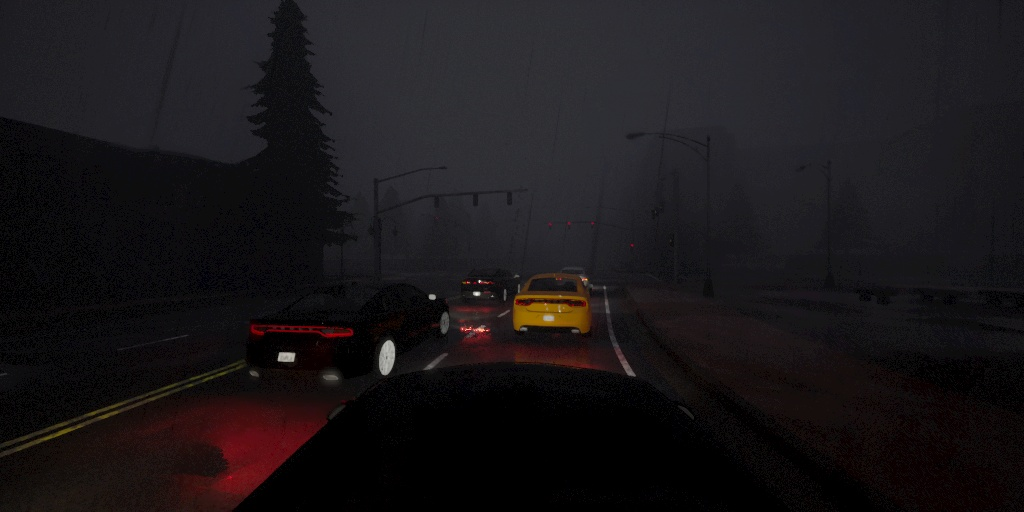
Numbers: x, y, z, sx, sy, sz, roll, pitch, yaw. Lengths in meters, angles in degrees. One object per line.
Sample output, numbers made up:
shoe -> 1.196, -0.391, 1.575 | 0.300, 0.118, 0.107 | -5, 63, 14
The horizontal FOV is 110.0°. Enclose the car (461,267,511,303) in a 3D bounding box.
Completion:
car -> -0.860, 1.255, 16.651 | 1.837, 1.490, 4.892 | 0, 0, 13

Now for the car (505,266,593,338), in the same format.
car -> 1.301, 1.228, 10.377 | 1.882, 1.535, 5.008 | 0, 0, 11

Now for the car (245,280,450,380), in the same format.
car -> -2.764, 1.228, 7.347 | 1.882, 1.535, 5.008 | 0, 0, 7

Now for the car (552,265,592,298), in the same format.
car -> 3.369, 1.274, 19.407 | 1.812, 1.442, 4.674 | 0, 0, 14
